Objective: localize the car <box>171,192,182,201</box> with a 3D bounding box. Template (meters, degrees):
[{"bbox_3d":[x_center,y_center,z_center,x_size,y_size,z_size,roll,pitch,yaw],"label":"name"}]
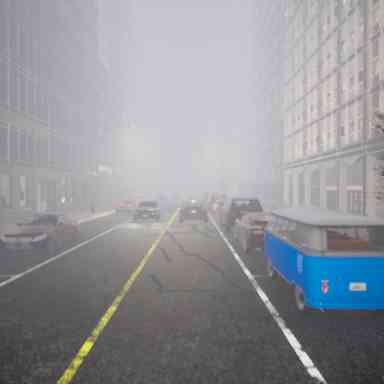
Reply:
[{"bbox_3d":[-3.012,0.978,64.529,1.837,1.490,4.892,0,1,0],"label":"car"}]

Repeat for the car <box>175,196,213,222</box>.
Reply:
[{"bbox_3d":[0.106,1.316,24.192,2.163,1.488,4.792,0,0,0],"label":"car"}]

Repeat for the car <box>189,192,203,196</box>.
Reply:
[{"bbox_3d":[0.105,1.168,42.645,2.163,1.488,4.792,0,1,0],"label":"car"}]

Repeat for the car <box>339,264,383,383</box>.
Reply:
[{"bbox_3d":[2.690,1.539,1.551,2.008,1.369,4.403,0,0,0],"label":"car"}]

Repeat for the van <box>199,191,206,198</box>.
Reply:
[{"bbox_3d":[2.704,0.592,87.006,1.690,1.788,3.998,0,1,0],"label":"van"}]

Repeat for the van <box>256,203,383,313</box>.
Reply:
[{"bbox_3d":[2.691,1.288,7.247,1.690,1.788,3.998,0,0,0],"label":"van"}]

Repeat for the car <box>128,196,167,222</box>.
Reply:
[{"bbox_3d":[-3.096,1.318,24.170,1.837,1.490,4.892,0,0,0],"label":"car"}]

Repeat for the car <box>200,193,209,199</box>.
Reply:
[{"bbox_3d":[2.702,0.910,75.616,1.887,1.381,4.507,0,1,0],"label":"car"}]

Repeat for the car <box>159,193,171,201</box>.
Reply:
[{"bbox_3d":[-5.681,1.040,64.224,1.947,1.339,4.313,0,1,0],"label":"car"}]

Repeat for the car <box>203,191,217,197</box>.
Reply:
[{"bbox_3d":[2.695,1.036,35.733,2.192,1.841,5.009,0,0,0],"label":"car"}]

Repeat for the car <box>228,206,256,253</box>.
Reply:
[{"bbox_3d":[2.692,1.448,12.947,1.887,1.381,4.507,0,0,0],"label":"car"}]

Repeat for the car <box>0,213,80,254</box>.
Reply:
[{"bbox_3d":[-5.688,1.484,12.949,1.802,1.307,4.206,0,0,0],"label":"car"}]

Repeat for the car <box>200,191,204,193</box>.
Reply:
[{"bbox_3d":[2.698,0.892,52.823,2.192,1.841,5.009,0,1,0],"label":"car"}]

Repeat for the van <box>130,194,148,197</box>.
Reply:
[{"bbox_3d":[-5.685,1.061,35.735,1.690,1.788,3.998,0,0,0],"label":"van"}]

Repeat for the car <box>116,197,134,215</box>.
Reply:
[{"bbox_3d":[-5.686,1.348,30.039,1.802,1.307,4.206,0,0,0],"label":"car"}]

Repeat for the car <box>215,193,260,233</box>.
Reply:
[{"bbox_3d":[2.693,1.173,18.641,2.192,1.841,5.009,0,0,0],"label":"car"}]

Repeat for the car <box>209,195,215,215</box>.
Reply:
[{"bbox_3d":[2.694,1.290,30.206,1.752,1.417,4.829,0,0,0],"label":"car"}]
